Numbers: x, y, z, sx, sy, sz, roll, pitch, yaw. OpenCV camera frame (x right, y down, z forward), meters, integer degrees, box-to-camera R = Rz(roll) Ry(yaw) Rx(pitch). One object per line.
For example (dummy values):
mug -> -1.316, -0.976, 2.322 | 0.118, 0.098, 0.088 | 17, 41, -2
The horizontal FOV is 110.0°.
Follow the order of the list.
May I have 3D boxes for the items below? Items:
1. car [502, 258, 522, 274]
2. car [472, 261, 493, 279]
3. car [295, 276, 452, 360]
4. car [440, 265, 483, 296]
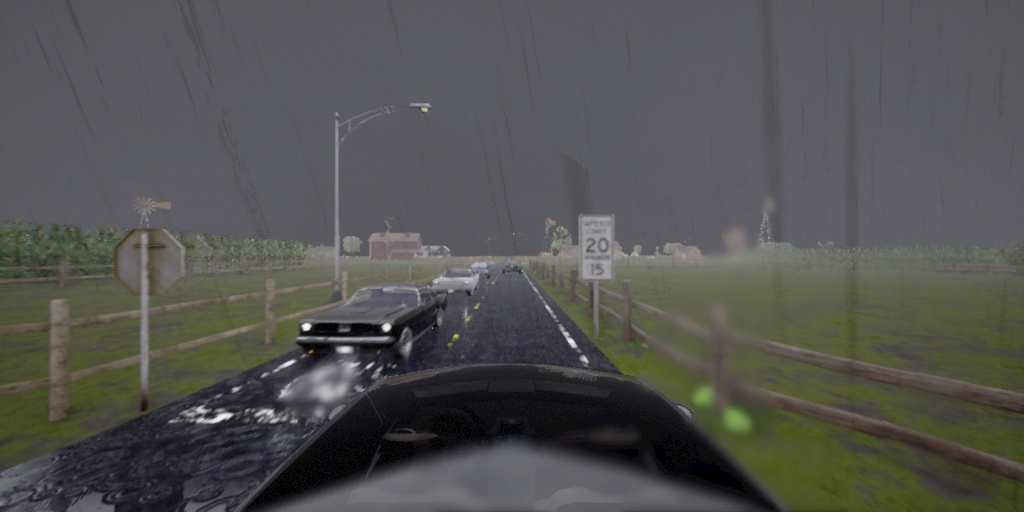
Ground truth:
car -> -0.005, 1.037, 40.121 | 2.097, 1.767, 4.553 | 0, 0, 0
car -> -2.836, 1.225, 32.313 | 1.812, 1.442, 4.674 | 0, 0, 0
car -> -2.887, 1.340, 8.503 | 1.895, 1.301, 4.718 | 0, 0, 1
car -> -2.851, 1.322, 19.079 | 1.895, 1.301, 4.718 | 0, 0, 0
